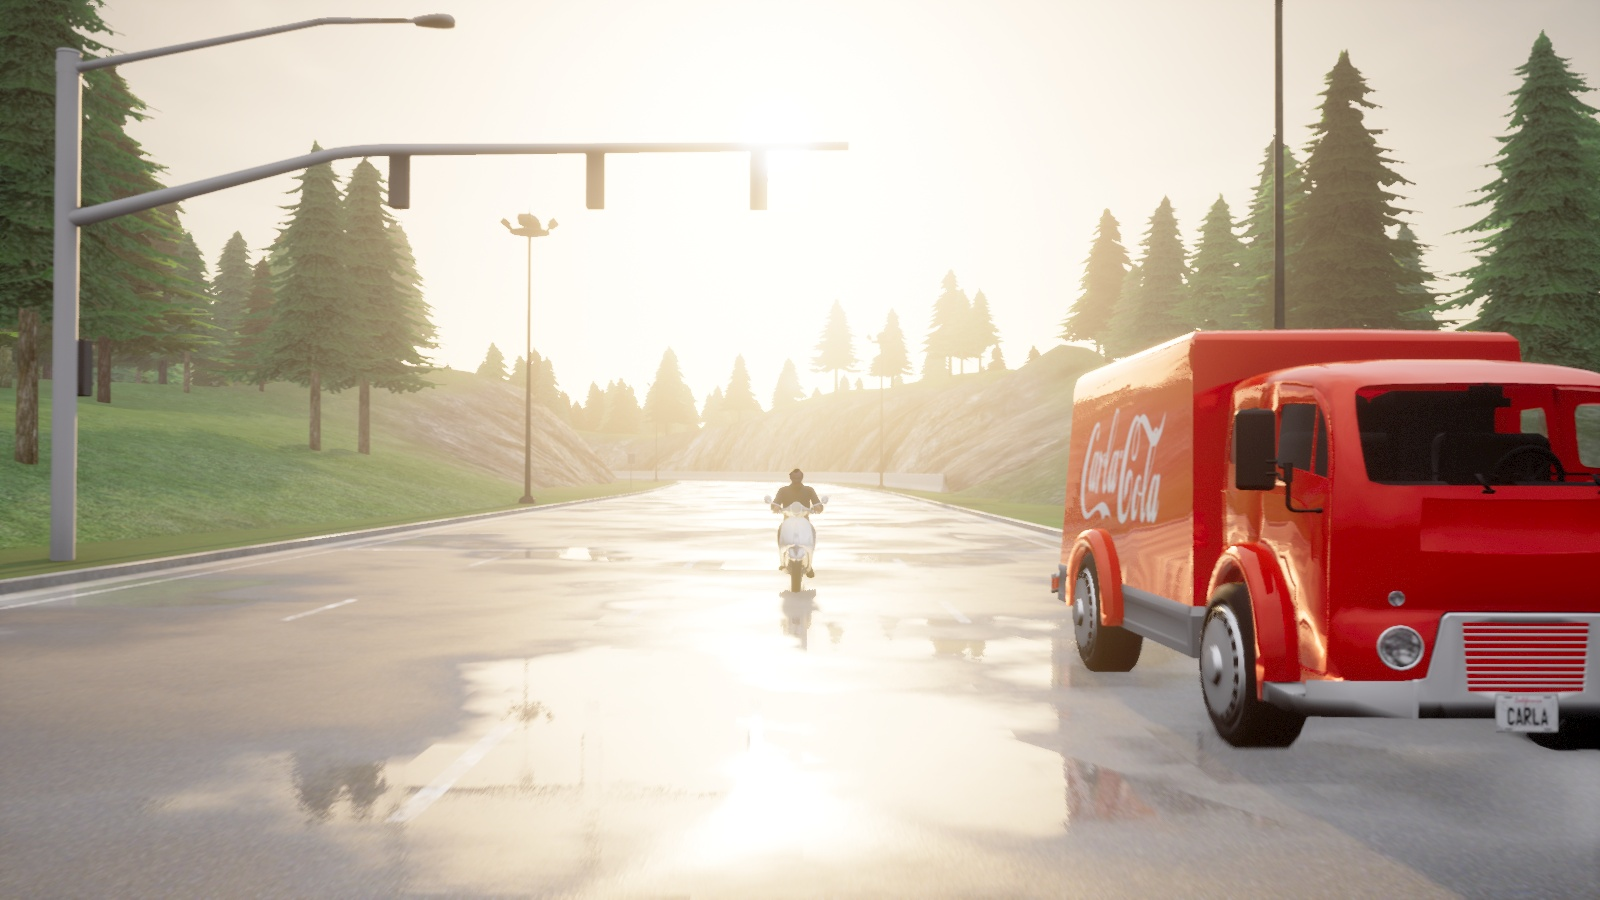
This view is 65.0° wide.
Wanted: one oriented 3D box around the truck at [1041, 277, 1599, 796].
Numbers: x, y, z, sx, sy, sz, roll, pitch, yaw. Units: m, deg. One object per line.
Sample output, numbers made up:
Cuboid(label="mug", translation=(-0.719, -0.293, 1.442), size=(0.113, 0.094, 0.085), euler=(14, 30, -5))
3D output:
Cuboid(label="truck", translation=(3.475, 0.450, 8.600), size=(2.627, 2.467, 5.204), euler=(0, -1, 0))

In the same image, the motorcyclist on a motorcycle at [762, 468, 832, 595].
Cuboid(label="motorcyclist on a motorcycle", translation=(-0.040, 1.032, 16.635), size=(0.866, 1.590, 1.817), euler=(0, -1, 0))
